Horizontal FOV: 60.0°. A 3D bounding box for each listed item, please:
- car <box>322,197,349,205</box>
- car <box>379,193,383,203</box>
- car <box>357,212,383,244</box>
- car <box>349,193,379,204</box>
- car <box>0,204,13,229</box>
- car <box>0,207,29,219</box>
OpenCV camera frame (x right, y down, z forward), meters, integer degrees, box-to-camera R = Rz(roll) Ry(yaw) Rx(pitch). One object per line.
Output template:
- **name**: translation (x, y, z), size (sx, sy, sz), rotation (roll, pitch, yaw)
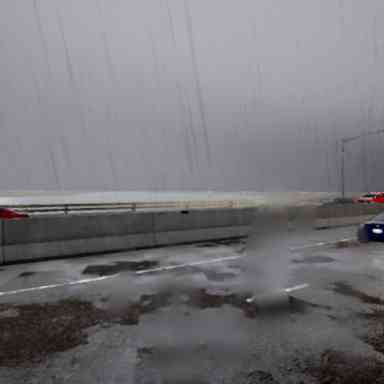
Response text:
- **car**: translation (18.842, 1.368, 42.830), size (5.008, 1.535, 1.882), rotation (0, 0, -34)
- **car**: translation (23.690, 1.238, 37.668), size (4.553, 1.767, 2.097), rotation (0, 0, -34)
- **car**: translation (9.035, 1.521, 14.419), size (4.181, 1.385, 1.994), rotation (0, 0, -35)
- **car**: translation (22.099, 1.107, 40.827), size (5.566, 2.045, 2.150), rotation (0, 0, -34)
- **car**: translation (-13.871, 1.545, 19.890), size (5.357, 1.411, 2.033), rotation (0, 0, -35)
- **car**: translation (-11.263, 1.474, 17.447), size (5.008, 1.535, 1.882), rotation (0, 0, -35)
